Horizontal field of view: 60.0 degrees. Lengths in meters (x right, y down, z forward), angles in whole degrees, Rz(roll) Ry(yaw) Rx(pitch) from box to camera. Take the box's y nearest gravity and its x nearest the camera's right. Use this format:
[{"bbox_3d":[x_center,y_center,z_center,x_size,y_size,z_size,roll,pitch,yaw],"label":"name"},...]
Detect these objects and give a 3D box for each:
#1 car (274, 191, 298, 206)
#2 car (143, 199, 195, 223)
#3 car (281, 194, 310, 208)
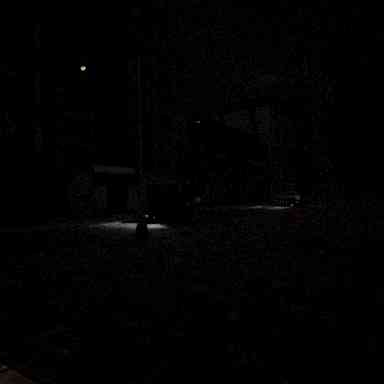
[{"bbox_3d":[13.134,0.900,45.659,2.150,2.045,5.566,-2,-1,34],"label":"car"},{"bbox_3d":[-1.663,1.328,23.920,1.837,1.490,4.892,-2,0,34],"label":"car"},{"bbox_3d":[12.780,1.215,40.197,1.895,1.301,4.718,-2,-1,34],"label":"car"}]
